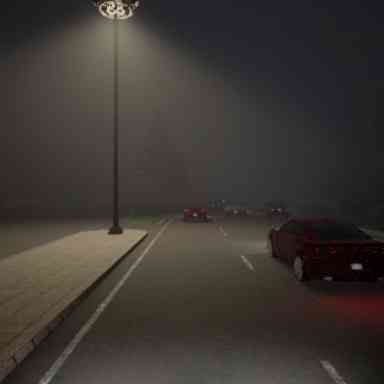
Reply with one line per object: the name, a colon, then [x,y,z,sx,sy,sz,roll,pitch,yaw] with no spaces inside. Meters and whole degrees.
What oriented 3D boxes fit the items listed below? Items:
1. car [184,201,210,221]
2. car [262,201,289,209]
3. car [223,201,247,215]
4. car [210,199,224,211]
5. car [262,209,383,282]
car: [0.324,1.515,26.810,1.812,1.442,4.674,0,0,2]
car: [7.531,1.535,30.114,2.033,1.411,5.357,0,0,6]
car: [4.562,1.587,33.596,1.895,1.301,4.718,0,0,11]
car: [2.952,1.547,41.007,1.994,1.385,4.181,0,0,15]
car: [3.601,1.474,9.736,1.882,1.535,5.008,0,0,0]
